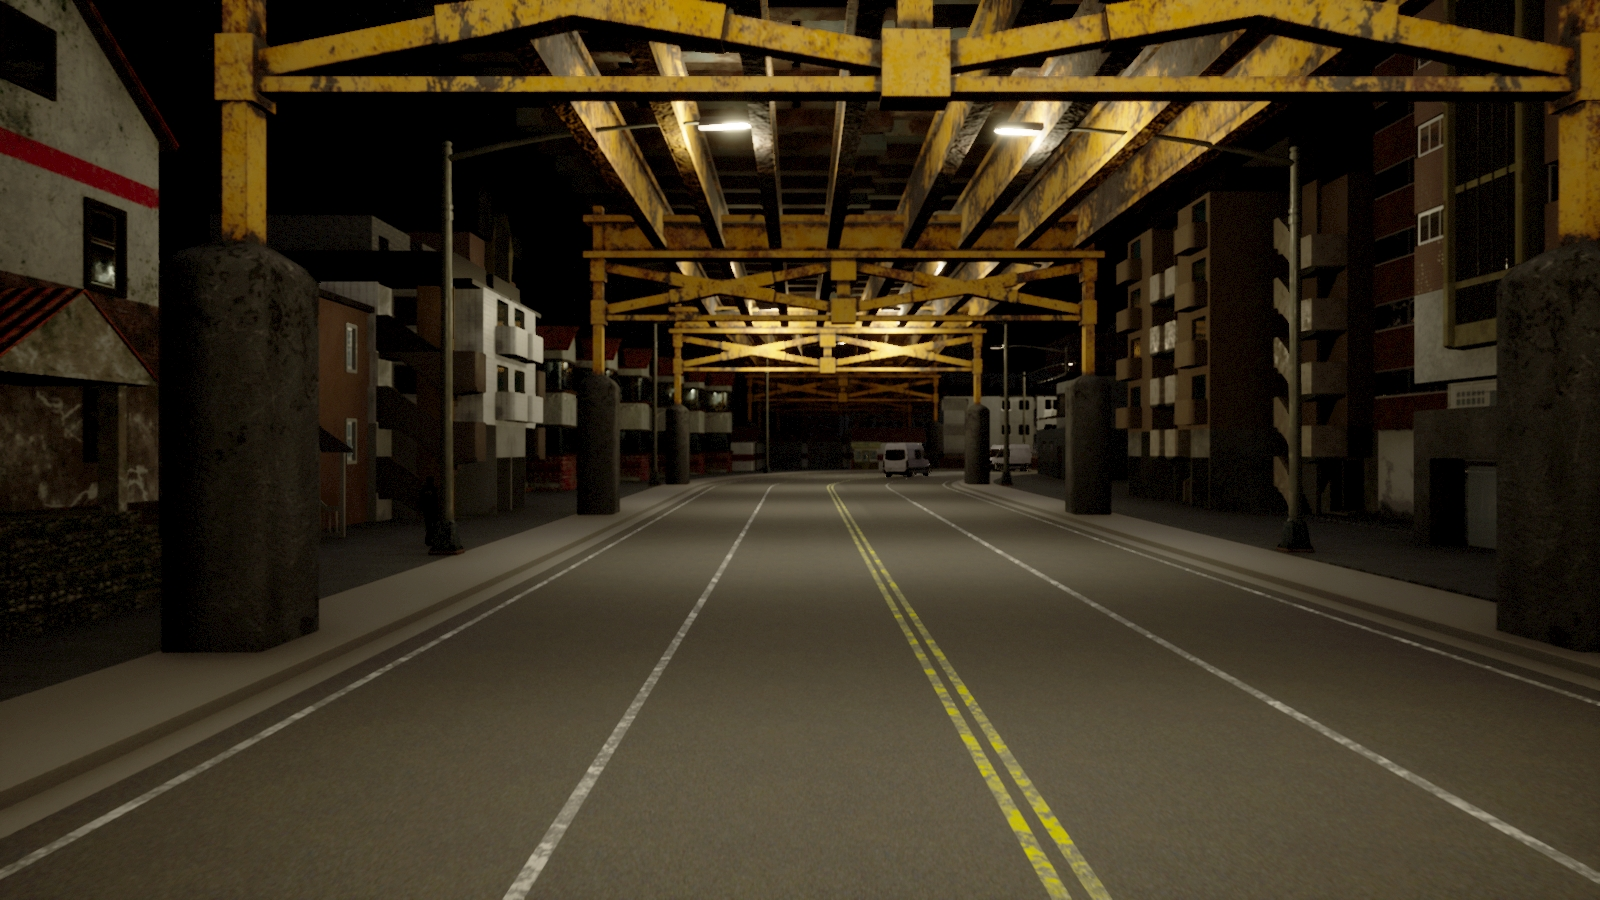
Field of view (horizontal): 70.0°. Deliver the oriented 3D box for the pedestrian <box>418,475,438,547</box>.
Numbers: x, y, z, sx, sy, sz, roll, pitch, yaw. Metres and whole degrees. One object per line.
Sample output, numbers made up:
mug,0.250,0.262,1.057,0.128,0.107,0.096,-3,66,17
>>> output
pedestrian,-9.677,1.588,29.735,0.375,1.860,0.375,0,0,3
